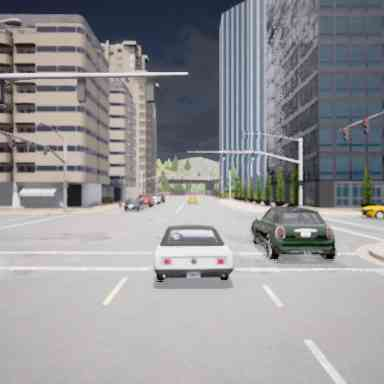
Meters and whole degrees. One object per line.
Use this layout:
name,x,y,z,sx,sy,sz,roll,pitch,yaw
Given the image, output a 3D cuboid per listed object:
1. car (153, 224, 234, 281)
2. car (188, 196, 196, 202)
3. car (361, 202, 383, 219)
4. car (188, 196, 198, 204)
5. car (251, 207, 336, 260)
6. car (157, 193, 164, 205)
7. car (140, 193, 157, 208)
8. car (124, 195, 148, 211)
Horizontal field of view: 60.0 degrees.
car,-0.049,1.607,9.825,1.895,1.301,4.718,0,0,-2
car,0.054,1.609,82.576,2.033,1.411,5.357,0,0,0
car,16.836,1.445,27.790,5.008,1.535,1.882,0,0,1
car,0.144,1.533,66.537,1.882,1.535,5.008,0,0,0
car,3.601,1.336,12.635,2.097,1.767,4.553,0,1,0
car,-6.999,1.273,60.891,2.150,2.045,5.566,0,0,1
car,-7.058,1.264,50.415,2.150,2.045,5.566,0,0,0
car,-7.071,1.526,40.843,2.128,1.511,4.902,0,0,0
